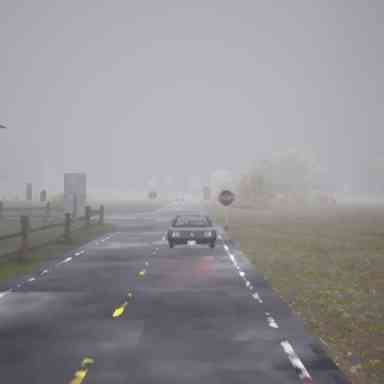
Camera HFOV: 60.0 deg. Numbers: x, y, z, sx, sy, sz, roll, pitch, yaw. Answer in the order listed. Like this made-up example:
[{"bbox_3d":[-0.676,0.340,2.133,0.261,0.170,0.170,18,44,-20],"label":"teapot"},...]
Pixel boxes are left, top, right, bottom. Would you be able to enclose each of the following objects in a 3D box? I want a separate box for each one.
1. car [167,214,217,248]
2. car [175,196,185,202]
[{"bbox_3d":[0.000,1.618,14.682,1.895,1.301,4.718,0,0,0],"label":"car"},{"bbox_3d":[-2.750,1.577,77.394,1.812,1.442,4.674,0,0,0],"label":"car"}]
